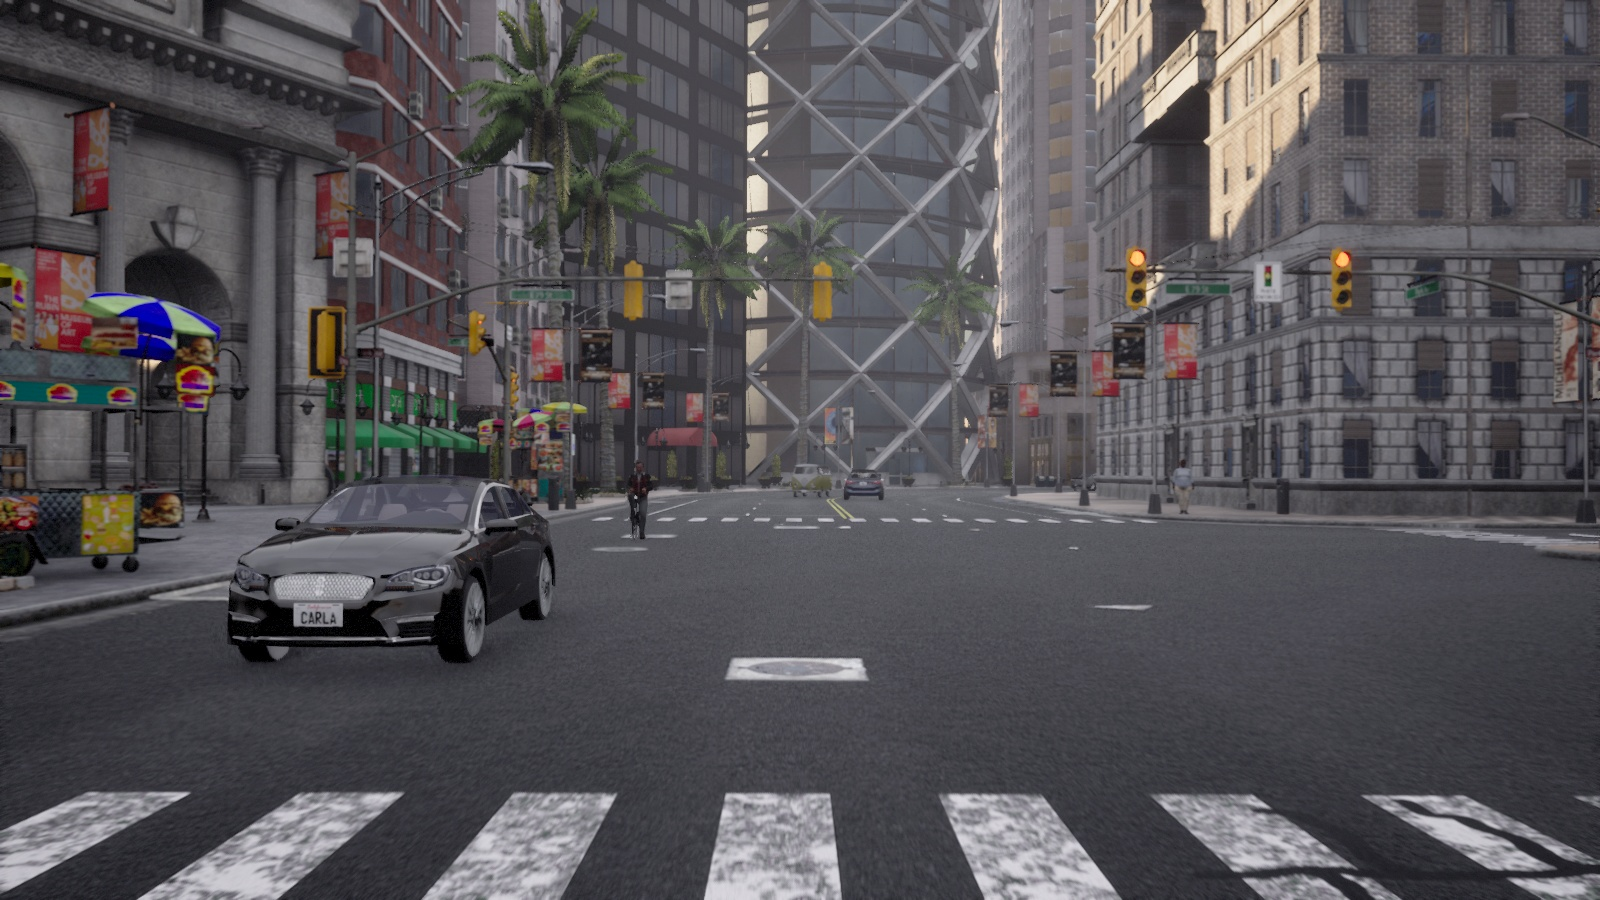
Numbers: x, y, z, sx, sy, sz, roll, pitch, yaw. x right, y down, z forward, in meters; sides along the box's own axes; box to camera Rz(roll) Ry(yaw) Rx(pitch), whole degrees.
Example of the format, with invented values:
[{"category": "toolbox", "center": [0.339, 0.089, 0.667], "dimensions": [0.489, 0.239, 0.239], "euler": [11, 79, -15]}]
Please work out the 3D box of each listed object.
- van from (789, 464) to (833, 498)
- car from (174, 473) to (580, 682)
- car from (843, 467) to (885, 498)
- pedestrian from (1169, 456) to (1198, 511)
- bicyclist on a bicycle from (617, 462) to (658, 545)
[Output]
[{"category": "van", "center": [0.688, 1.814, 74.589], "dimensions": [1.775, 1.987, 4.442], "euler": [0, -1, 12]}, {"category": "car", "center": [-3.528, 0.980, 11.655], "dimensions": [2.128, 1.511, 4.902], "euler": [0, -1, 0]}, {"category": "car", "center": [3.620, 1.825, 70.474], "dimensions": [2.242, 1.667, 4.611], "euler": [0, -1, 4]}, {"category": "pedestrian", "center": [13.053, 1.136, 42.748], "dimensions": [0.874, 1.855, 0.900], "euler": [0, -1, 13]}, {"category": "bicyclist on a bicycle", "center": [-3.566, 1.164, 27.720], "dimensions": [0.659, 1.776, 1.843], "euler": [0, -1, 0]}]
